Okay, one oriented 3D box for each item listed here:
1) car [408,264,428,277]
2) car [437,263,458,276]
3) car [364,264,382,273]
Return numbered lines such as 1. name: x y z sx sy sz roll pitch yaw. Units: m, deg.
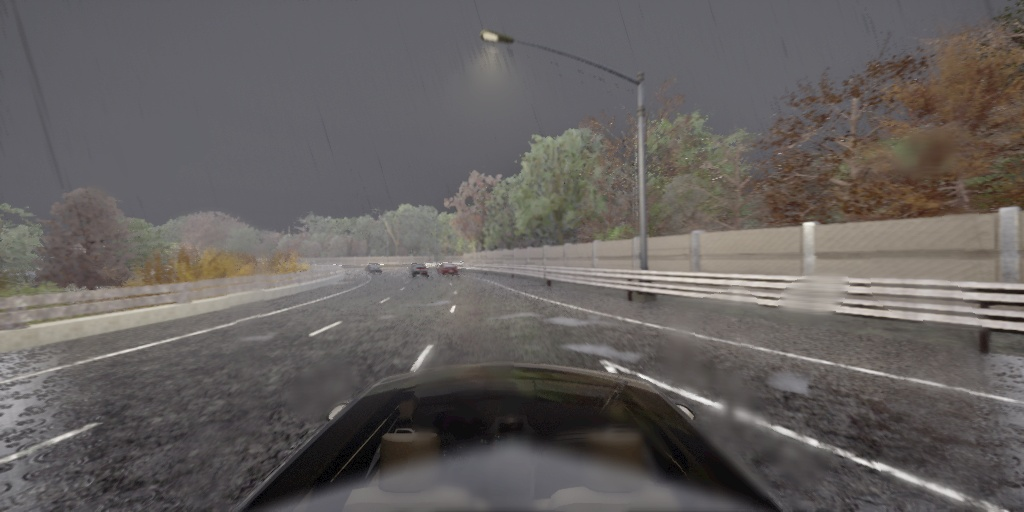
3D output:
1. car: -11.356 1.732 43.245 1.837 1.490 4.892 0 -1 -22
2. car: -8.063 1.661 44.474 1.882 1.535 5.008 0 -1 -22
3. car: -22.503 2.058 58.032 2.033 1.411 5.357 -1 -1 -32
